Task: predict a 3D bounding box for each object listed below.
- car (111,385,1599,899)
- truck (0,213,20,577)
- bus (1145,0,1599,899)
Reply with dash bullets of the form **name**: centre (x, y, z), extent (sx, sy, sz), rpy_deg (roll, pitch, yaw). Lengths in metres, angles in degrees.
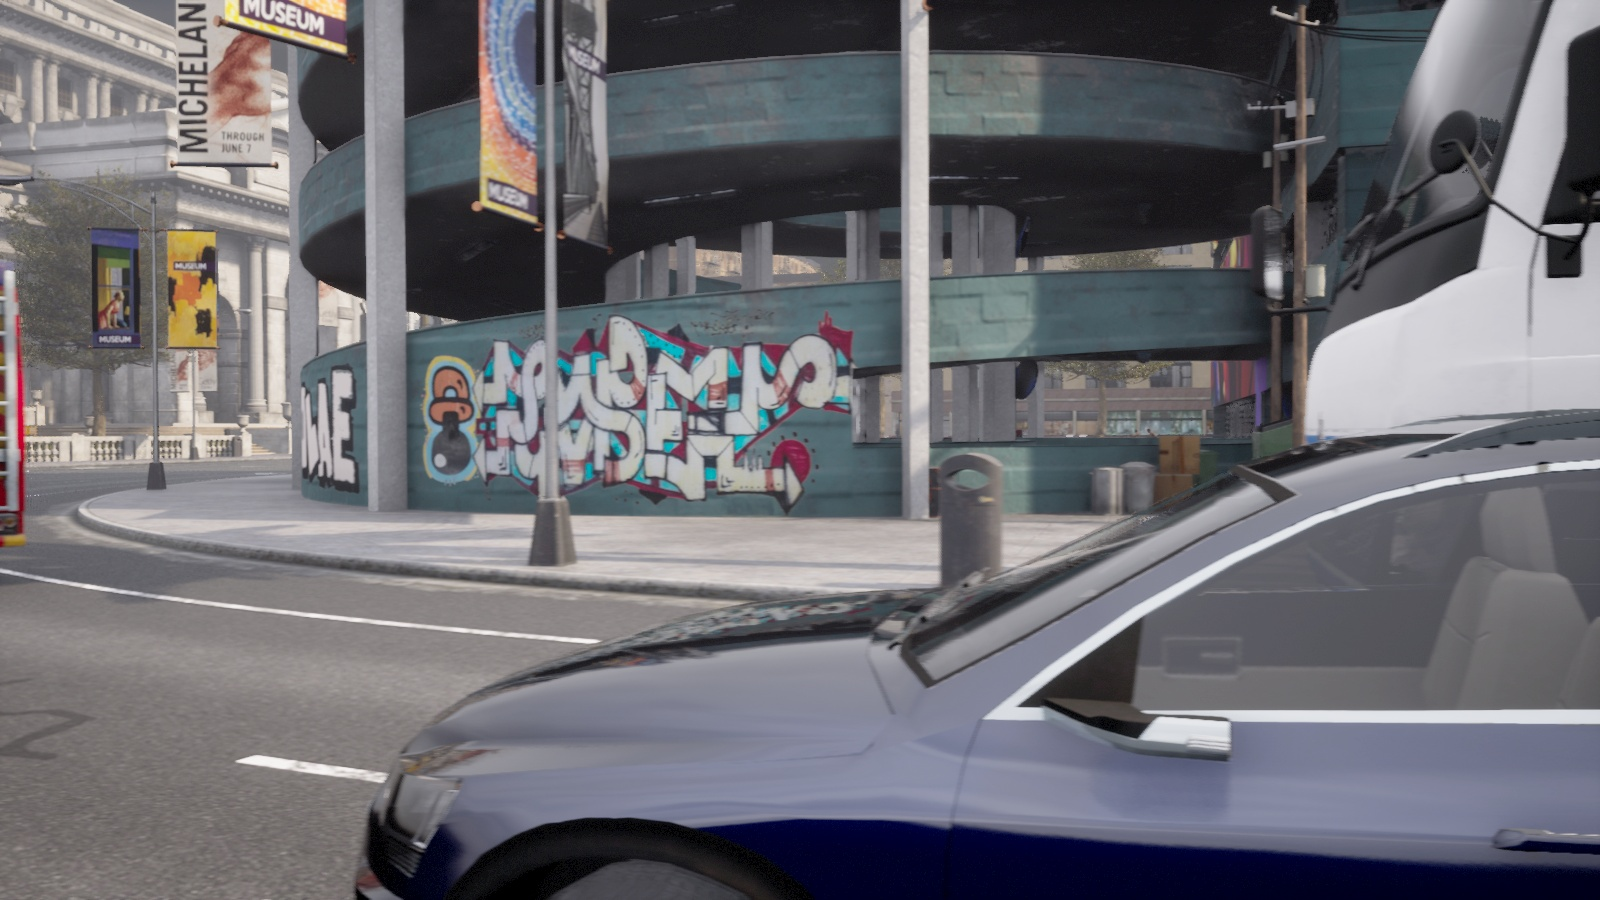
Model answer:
- **car**: centre (1.269, 0.719, 2.739), extent (4.856, 1.649, 2.033), rpy_deg (0, 1, 17)
- **truck**: centre (-12.407, -0.621, 15.115), extent (8.468, 3.827, 2.891), rpy_deg (1, 1, 42)
- **bus**: centre (6.665, -0.598, 4.788), extent (10.273, 4.253, 3.944), rpy_deg (0, 1, 15)
